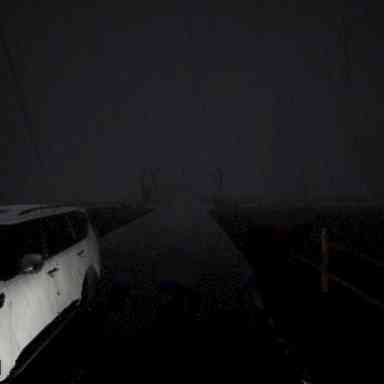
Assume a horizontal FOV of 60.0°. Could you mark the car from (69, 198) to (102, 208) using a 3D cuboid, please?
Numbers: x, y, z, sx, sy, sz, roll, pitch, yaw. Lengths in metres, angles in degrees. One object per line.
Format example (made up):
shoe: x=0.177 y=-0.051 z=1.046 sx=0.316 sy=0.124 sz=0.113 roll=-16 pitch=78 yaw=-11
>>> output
car: x=-18.003 y=1.888 z=56.451 sx=5.008 sy=1.535 sz=1.882 roll=1 pitch=1 yaw=0

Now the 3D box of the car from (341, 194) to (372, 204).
car: x=27.968 y=1.108 z=56.581 sx=4.553 sy=1.767 sz=2.097 roll=-1 pitch=1 yaw=0

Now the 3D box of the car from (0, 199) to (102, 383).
car: x=-2.853 y=1.229 z=4.431 sx=2.150 sy=2.045 sz=5.566 roll=0 pitch=0 yaw=0
